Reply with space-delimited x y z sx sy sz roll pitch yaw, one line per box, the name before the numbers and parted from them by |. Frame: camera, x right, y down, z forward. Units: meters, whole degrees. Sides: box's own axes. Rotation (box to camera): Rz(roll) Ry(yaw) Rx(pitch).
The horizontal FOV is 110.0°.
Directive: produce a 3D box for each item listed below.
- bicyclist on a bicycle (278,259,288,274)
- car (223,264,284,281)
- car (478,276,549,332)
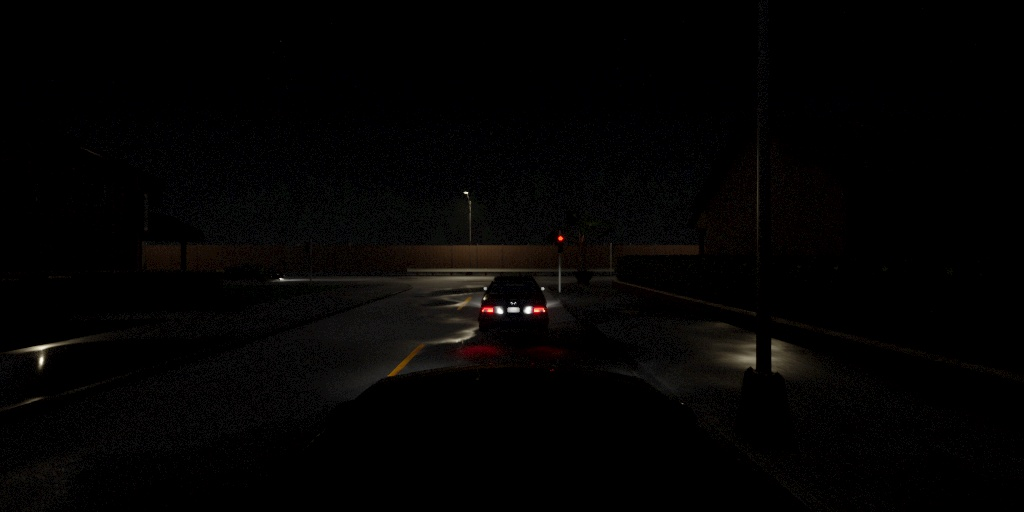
bicyclist on a bicycle | -23.971 1.098 37.490 0.582 1.620 1.656 0 0 0
car | -20.988 1.313 29.091 4.181 1.385 1.994 0 0 0
car | 0.058 1.297 10.836 2.033 1.411 5.357 0 0 1
